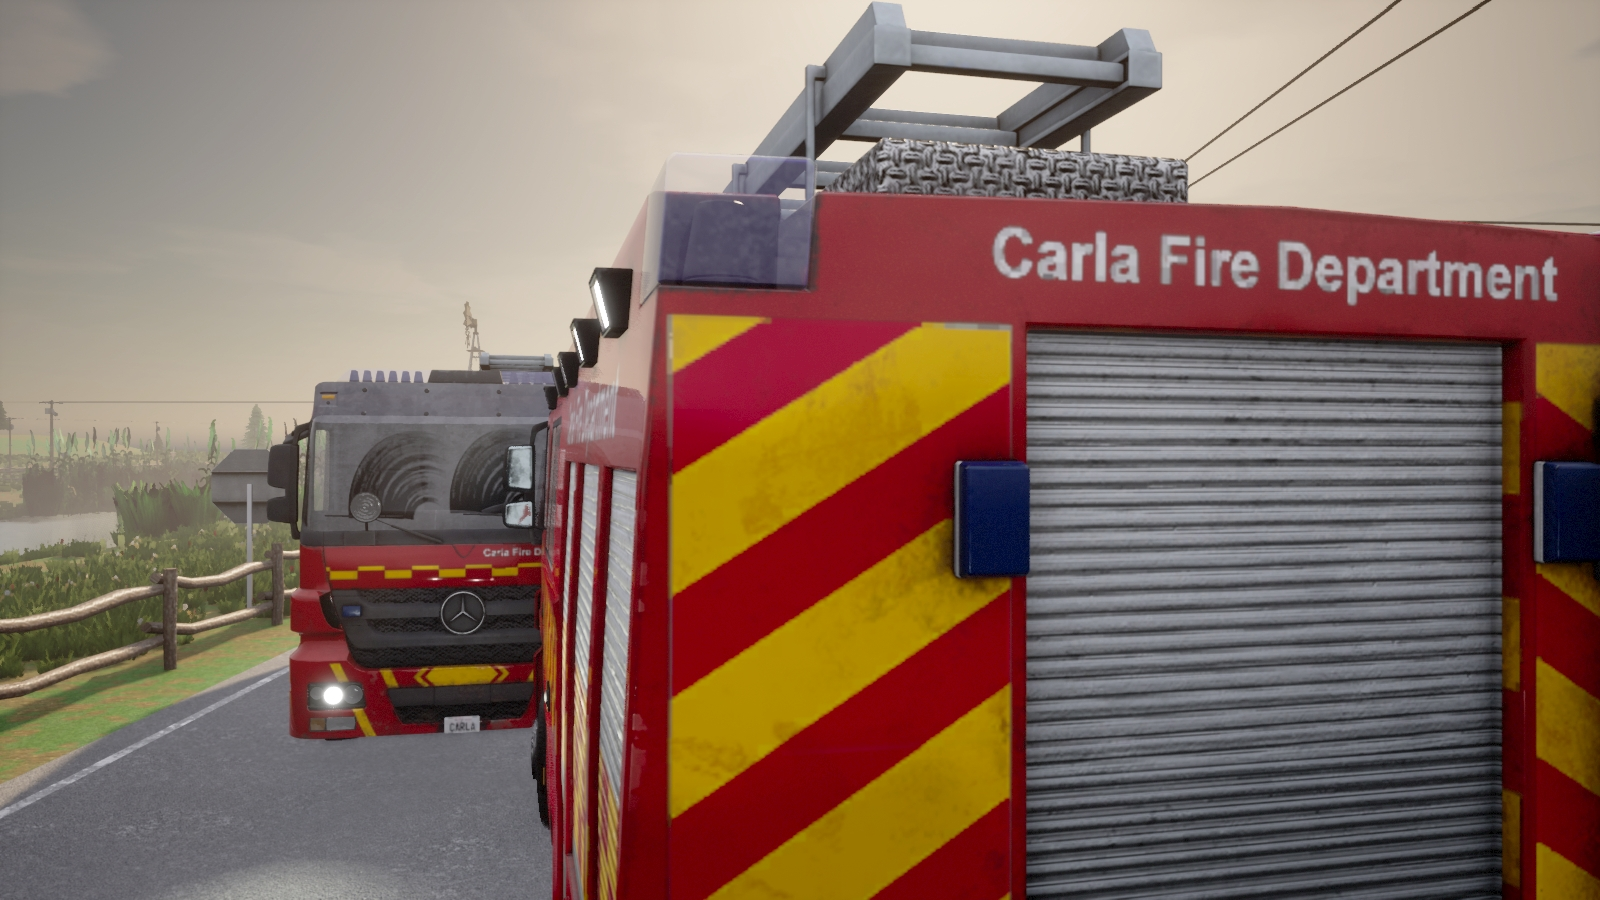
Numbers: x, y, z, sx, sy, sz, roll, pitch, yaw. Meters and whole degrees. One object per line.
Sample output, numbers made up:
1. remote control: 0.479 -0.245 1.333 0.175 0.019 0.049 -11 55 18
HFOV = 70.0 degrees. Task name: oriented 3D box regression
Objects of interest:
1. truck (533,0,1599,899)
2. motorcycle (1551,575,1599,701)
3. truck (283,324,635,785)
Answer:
1. truck: -0.059 0.867 6.874 2.891 3.827 8.468 0 0 -14
2. motorcycle: 9.800 2.142 13.159 1.805 1.316 0.856 0 0 -7
3. truck: -3.896 0.862 13.930 2.891 3.827 8.468 0 0 -14
